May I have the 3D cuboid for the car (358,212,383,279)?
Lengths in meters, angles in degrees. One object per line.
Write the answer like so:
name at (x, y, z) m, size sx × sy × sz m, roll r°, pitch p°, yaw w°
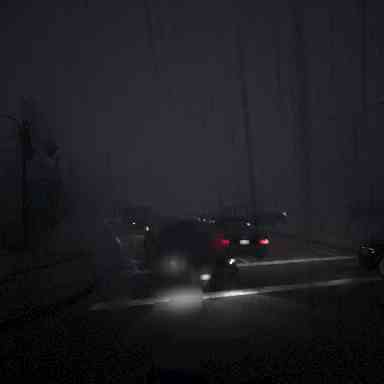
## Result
car at (6.785, 1.475, 7.997) m, size 5.008 × 1.535 × 1.882 m, roll 0°, pitch 0°, yaw 36°

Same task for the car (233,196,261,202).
car at (7.266, 1.287, 46.207) m, size 2.007 × 1.523 × 4.514 m, roll 0°, pitch 0°, yaw -17°

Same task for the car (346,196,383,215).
car at (15.546, 1.355, 29.271) m, size 1.970 × 1.475 × 3.806 m, roll 0°, pitch 0°, yaw -17°

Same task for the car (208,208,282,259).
car at (1.408, 1.540, 12.441) m, size 2.033 × 1.411 × 5.357 m, roll 0°, pitch 0°, yaw -4°

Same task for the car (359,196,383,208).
car at (23.819, 1.273, 43.279) m, size 1.845 × 1.501 × 3.633 m, roll 0°, pitch 0°, yaw -17°

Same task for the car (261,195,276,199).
car at (10.252, 1.277, 47.171) m, size 2.152 × 1.636 × 5.027 m, roll 0°, pitch 0°, yaw -17°

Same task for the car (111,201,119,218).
car at (-6.313, 1.516, 30.111) m, size 2.033 × 1.411 × 5.357 m, roll 0°, pitch 0°, yaw -17°

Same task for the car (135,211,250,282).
car at (-0.368, 1.543, 10.140) m, size 2.033 × 1.411 × 5.357 m, roll 0°, pitch 0°, yaw -15°

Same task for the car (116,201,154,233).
car at (-3.127, 1.529, 19.967) m, size 2.033 × 1.411 × 5.357 m, roll 0°, pitch 0°, yaw -17°

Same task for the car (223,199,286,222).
car at (2.916, 1.467, 19.428) m, size 5.357 × 1.411 × 2.033 m, roll -3°, pitch 2°, yaw -27°
